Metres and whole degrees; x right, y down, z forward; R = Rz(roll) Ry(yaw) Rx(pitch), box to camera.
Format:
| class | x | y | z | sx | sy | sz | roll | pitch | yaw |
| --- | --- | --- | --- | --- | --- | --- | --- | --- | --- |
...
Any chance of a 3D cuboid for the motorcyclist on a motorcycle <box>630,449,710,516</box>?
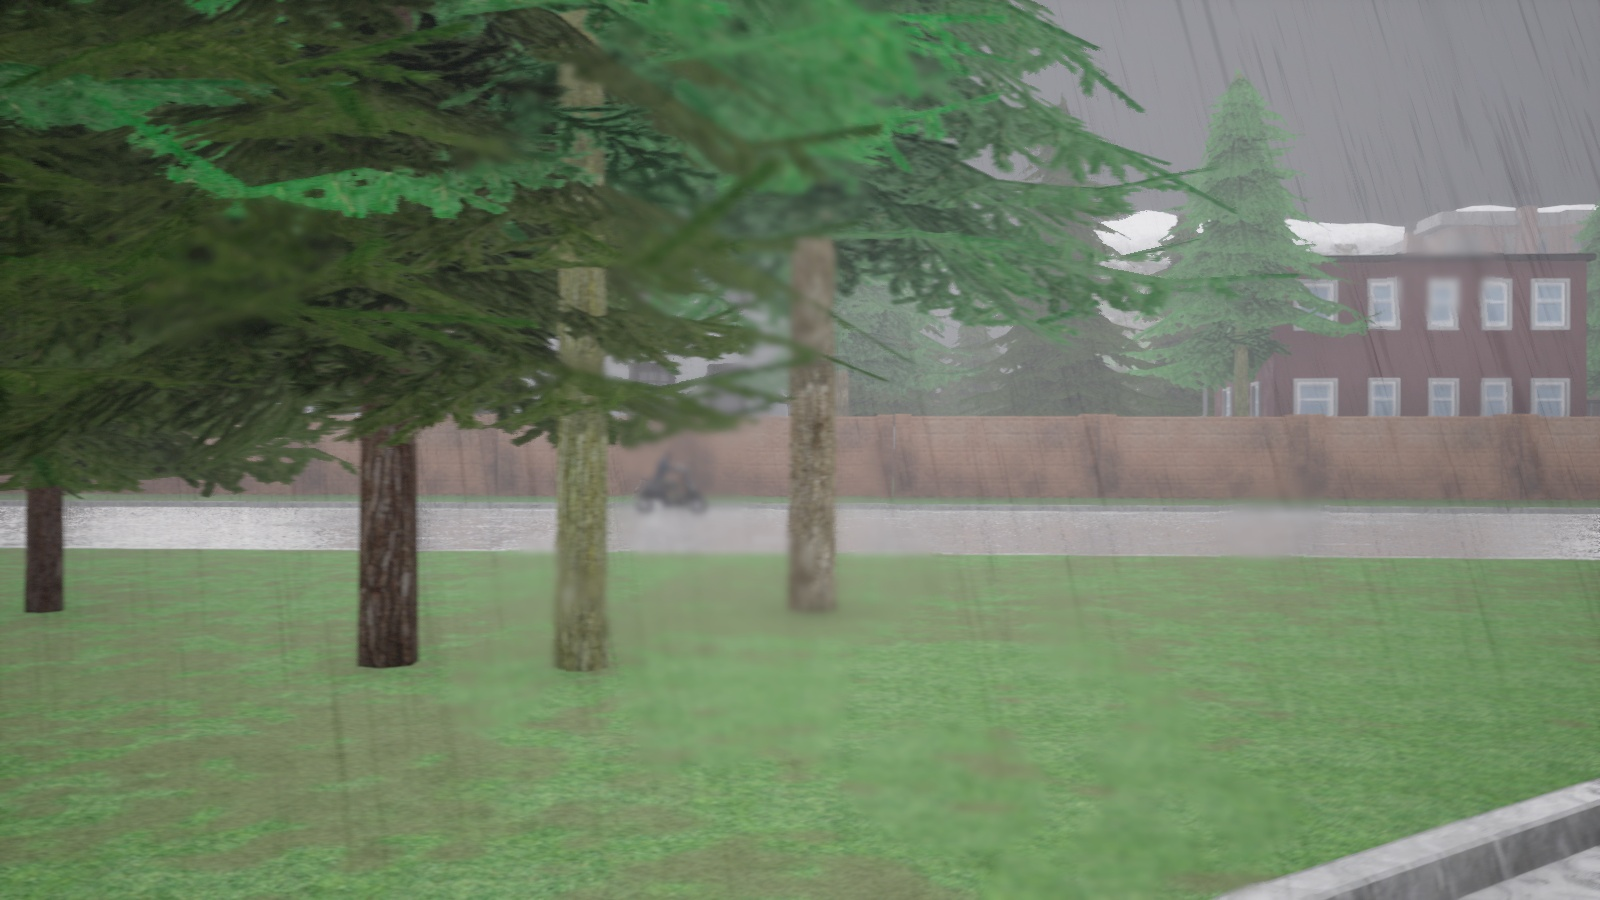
| class | x | y | z | sx | sy | sz | roll | pitch | yaw |
| --- | --- | --- | --- | --- | --- | --- | --- | --- | --- |
| motorcyclist on a motorcycle | -3.125 | 0.779 | 30.340 | 1.817 | 1.590 | 0.866 | 0 | 0 | 3 |
